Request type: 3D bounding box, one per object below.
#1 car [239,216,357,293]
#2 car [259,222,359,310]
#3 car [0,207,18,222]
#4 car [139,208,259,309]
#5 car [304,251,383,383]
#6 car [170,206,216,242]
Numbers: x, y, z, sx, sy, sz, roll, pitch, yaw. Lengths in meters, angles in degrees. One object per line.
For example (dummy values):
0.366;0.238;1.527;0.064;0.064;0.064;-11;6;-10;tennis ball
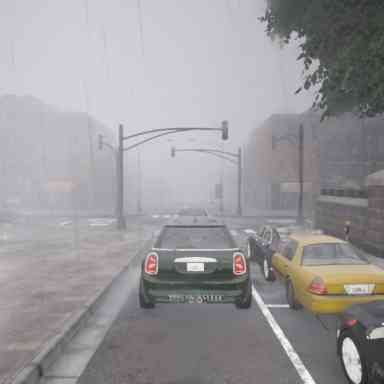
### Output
2.668;1.548;9.622;2.008;1.369;4.403;-1;0;0;car
2.688;1.523;7.648;1.752;1.417;4.829;-1;0;0;car
-14.718;1.426;23.129;4.892;1.490;1.837;1;1;0;car
0.080;1.350;8.030;2.097;1.767;4.553;0;0;0;car
2.626;1.550;2.486;2.008;1.369;4.403;-1;0;0;car
0.042;1.555;17.464;2.033;1.411;5.357;0;0;0;car
